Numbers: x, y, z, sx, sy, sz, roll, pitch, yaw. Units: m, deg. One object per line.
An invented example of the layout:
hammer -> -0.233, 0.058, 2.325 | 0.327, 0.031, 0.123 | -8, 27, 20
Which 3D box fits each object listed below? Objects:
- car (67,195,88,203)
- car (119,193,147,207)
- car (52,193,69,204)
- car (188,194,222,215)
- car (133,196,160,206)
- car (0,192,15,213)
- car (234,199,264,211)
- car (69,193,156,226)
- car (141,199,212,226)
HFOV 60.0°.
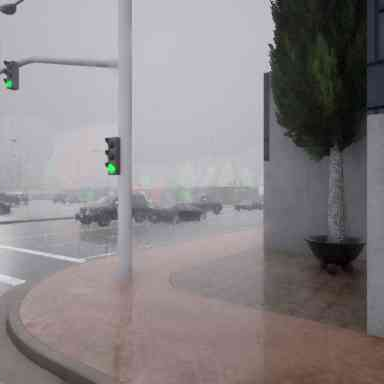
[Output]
car -> -21.392, 1.364, 62.131 | 3.905, 1.438, 1.784 | 0, 0, 35
car -> -8.820, 1.156, 49.684 | 3.866, 1.878, 1.905 | 0, 0, 35
car -> -23.120, 1.153, 59.806 | 4.605, 1.855, 1.932 | 0, 0, 35
car -> 0.798, 1.221, 32.111 | 2.150, 2.045, 5.566 | 0, 0, 37
car -> -7.135, 1.395, 52.039 | 3.806, 1.475, 1.970 | 0, 0, 35
car -> -20.146, 1.156, 33.658 | 3.866, 1.878, 1.905 | 0, 0, 35
car -> 7.197, 1.547, 40.625 | 2.033, 1.411, 5.357 | 0, 0, 37
car -> -5.471, 1.221, 23.707 | 2.150, 2.045, 5.566 | 0, 0, 36
car -> -0.960, 1.477, 23.558 | 1.882, 1.535, 5.008 | 0, 0, 37
